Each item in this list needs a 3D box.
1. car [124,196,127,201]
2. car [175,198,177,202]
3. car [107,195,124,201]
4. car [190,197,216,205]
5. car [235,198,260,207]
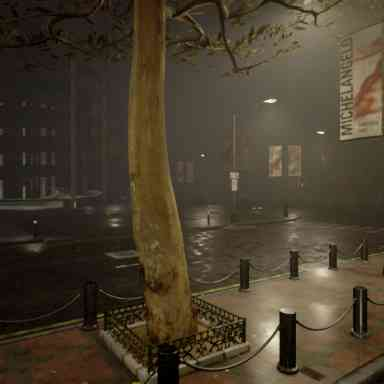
[{"bbox_3d":[-18.040,1.464,80.766,4.674,1.442,1.812,0,0,12],"label":"car"},{"bbox_3d":[-5.073,1.477,65.902,5.008,1.535,1.882,0,0,41],"label":"car"},{"bbox_3d":[-19.000,1.474,77.400,4.674,1.442,1.812,0,0,12],"label":"car"},{"bbox_3d":[1.879,1.547,58.032,2.033,1.411,5.357,0,0,-38],"label":"car"},{"bbox_3d":[8.026,1.564,49.566,1.994,1.385,4.181,0,0,-35],"label":"car"}]
